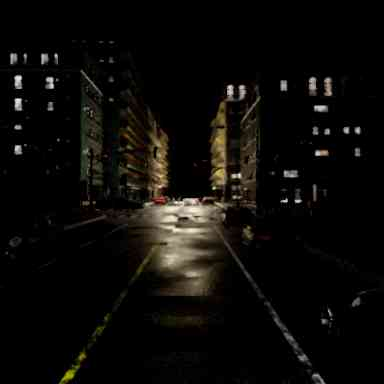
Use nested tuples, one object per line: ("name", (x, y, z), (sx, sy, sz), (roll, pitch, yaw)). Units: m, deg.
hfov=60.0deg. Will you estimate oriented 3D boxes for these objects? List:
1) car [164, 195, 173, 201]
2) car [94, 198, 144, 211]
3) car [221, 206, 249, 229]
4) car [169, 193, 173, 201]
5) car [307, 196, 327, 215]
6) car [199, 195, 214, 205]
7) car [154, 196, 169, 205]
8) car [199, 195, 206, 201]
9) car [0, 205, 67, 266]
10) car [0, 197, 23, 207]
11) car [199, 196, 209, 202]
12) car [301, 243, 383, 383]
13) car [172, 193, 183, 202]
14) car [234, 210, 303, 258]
("car", (-5.679, 1.543, 81.499), (1.947, 1.339, 4.313), (0, 0, 0))
("car", (-8.172, 1.407, 37.565), (5.357, 1.411, 2.033), (1, 0, -1))
("car", (2.828, 1.531, 21.373), (1.887, 1.381, 4.507), (0, 0, 0))
("car", (-5.680, 1.526, 70.169), (2.008, 1.369, 4.403), (0, 0, 0))
("car", (15.974, 1.528, 37.797), (5.566, 2.045, 2.150), (1, 0, -1))
("car", (2.812, 1.414, 58.844), (1.967, 1.590, 4.097), (0, 0, 0))
("car", (-5.771, 1.519, 60.066), (1.887, 1.381, 4.507), (0, 0, 0))
("car", (2.701, 1.523, 87.163), (1.887, 1.381, 4.507), (0, 0, 0))
("car", (-5.811, 1.432, 11.271), (1.967, 1.590, 4.097), (0, 0, 0))
("car", (-19.994, 1.141, 34.710), (4.507, 1.381, 1.887), (1, -2, -1))
("car", (2.701, 1.542, 75.834), (1.947, 1.339, 4.313), (0, 0, 0))
("car", (2.827, 1.563, 3.369), (1.947, 1.339, 4.313), (0, 0, 0))
("car", (-2.996, 1.502, 77.255), (2.128, 1.511, 4.902), (0, 0, 0))
("car", (2.828, 1.573, 12.371), (1.802, 1.307, 4.206), (0, 0, 0))
